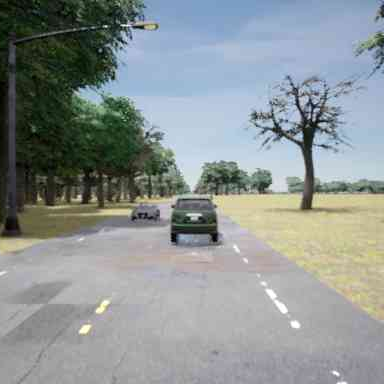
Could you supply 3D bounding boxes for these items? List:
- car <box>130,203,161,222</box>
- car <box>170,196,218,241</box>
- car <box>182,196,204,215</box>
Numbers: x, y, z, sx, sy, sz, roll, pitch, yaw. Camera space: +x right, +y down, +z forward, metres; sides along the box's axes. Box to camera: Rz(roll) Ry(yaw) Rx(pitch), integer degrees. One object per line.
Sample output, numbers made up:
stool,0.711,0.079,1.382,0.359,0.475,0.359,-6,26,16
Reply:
car,-3.592,1.557,26.352,1.994,1.385,4.181,0,0,0
car,0.116,1.218,16.716,2.150,2.045,5.566,0,0,0
car,0.107,1.340,34.723,2.097,1.767,4.553,0,0,0
